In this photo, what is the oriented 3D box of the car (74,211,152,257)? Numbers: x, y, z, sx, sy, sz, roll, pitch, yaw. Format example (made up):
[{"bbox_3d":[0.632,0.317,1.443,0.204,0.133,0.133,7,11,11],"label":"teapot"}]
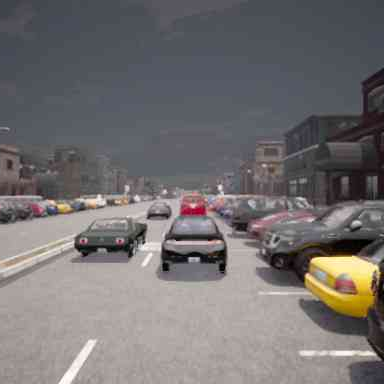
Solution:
[{"bbox_3d":[-2.920,1.626,13.091,1.895,1.301,4.718,0,0,0],"label":"car"}]

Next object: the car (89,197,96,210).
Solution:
[{"bbox_3d":[-15.493,1.713,43.620,4.674,1.452,2.002,0,0,0],"label":"car"}]

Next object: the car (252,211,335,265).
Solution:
[{"bbox_3d":[4.707,1.541,11.648,4.674,1.452,2.002,0,0,0],"label":"car"}]

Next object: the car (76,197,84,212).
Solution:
[{"bbox_3d":[-15.480,1.635,38.106,4.892,1.521,2.231,0,0,0],"label":"car"}]

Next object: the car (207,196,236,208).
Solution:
[{"bbox_3d":[4.679,1.603,53.268,4.553,1.767,2.185,0,0,0],"label":"car"}]

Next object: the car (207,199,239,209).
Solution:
[{"bbox_3d":[4.708,1.745,50.487,4.674,1.452,2.002,0,0,0],"label":"car"}]

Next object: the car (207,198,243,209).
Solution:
[{"bbox_3d":[4.704,1.684,47.709,4.892,1.521,2.231,0,0,0],"label":"car"}]

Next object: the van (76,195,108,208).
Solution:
[{"bbox_3d":[-15.613,1.515,51.894,4.442,1.987,1.878,0,0,0],"label":"van"}]

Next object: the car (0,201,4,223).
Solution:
[{"bbox_3d":[-15.467,1.542,21.565,4.892,1.521,2.231,0,0,0],"label":"car"}]

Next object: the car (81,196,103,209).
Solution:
[{"bbox_3d":[-15.498,1.694,46.378,5.008,1.535,2.097,0,0,0],"label":"car"}]

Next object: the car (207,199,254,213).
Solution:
[{"bbox_3d":[4.525,1.621,39.373,5.366,1.575,1.946,0,0,0],"label":"car"}]

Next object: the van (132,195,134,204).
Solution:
[{"bbox_3d":[-15.395,1.706,71.194,4.442,1.987,1.878,0,-1,0],"label":"van"}]

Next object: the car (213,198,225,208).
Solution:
[{"bbox_3d":[4.704,1.576,31.036,4.892,1.521,2.231,0,0,0],"label":"car"}]

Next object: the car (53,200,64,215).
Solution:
[{"bbox_3d":[-15.479,1.639,32.591,4.674,1.452,2.002,0,0,0],"label":"car"}]

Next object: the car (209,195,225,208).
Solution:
[{"bbox_3d":[4.682,1.338,33.818,5.566,2.045,2.435,0,0,0],"label":"car"}]

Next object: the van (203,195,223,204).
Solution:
[{"bbox_3d":[4.828,1.716,75.502,4.442,1.987,1.878,0,-1,0],"label":"van"}]

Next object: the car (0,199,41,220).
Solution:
[{"bbox_3d":[-15.472,1.569,27.077,4.892,1.521,2.231,0,0,0],"label":"car"}]

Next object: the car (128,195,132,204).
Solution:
[{"bbox_3d":[-15.515,1.903,68.434,5.008,1.535,2.097,0,-1,0],"label":"car"}]

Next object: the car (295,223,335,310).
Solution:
[{"bbox_3d":[4.895,1.486,6.025,5.366,1.575,1.946,0,0,0],"label":"car"}]

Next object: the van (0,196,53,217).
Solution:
[{"bbox_3d":[-15.362,1.358,29.960,4.442,1.987,1.878,0,0,0],"label":"van"}]

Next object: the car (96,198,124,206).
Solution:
[{"bbox_3d":[-15.503,1.886,62.920,4.674,1.452,2.002,0,-1,0],"label":"car"}]

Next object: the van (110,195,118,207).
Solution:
[{"bbox_3d":[-15.618,1.565,57.406,4.442,1.987,1.878,0,0,0],"label":"van"}]

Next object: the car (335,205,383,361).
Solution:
[{"bbox_3d":[4.739,1.234,3.245,5.566,2.045,2.435,0,0,0],"label":"car"}]

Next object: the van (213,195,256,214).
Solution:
[{"bbox_3d":[4.594,1.381,36.595,4.442,1.987,1.878,0,0,0],"label":"van"}]

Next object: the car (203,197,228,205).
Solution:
[{"bbox_3d":[4.706,1.859,67.162,5.008,1.535,2.097,0,-1,0],"label":"car"}]

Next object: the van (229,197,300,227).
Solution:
[{"bbox_3d":[4.827,1.311,22.700,4.442,1.987,1.878,0,0,0],"label":"van"}]

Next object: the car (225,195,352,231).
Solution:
[{"bbox_3d":[4.738,1.265,17.142,5.566,2.045,2.435,0,0,0],"label":"car"}]

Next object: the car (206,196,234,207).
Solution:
[{"bbox_3d":[4.680,1.627,56.048,4.553,1.767,2.185,0,-1,0],"label":"car"}]

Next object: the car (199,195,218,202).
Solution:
[{"bbox_3d":[4.683,1.873,94.958,5.566,2.045,2.435,0,-1,0],"label":"car"}]

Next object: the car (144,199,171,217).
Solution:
[{"bbox_3d":[-2.913,1.656,30.456,1.994,1.385,4.181,0,0,0],"label":"car"}]

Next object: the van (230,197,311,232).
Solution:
[{"bbox_3d":[4.593,1.299,19.922,4.442,1.987,1.878,0,0,0],"label":"van"}]

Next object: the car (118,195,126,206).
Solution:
[{"bbox_3d":[-15.318,1.815,60.163,5.366,1.575,1.946,0,-1,0],"label":"car"}]

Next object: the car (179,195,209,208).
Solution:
[{"bbox_3d":[0.086,1.305,29.049,2.150,2.045,5.566,0,0,0],"label":"car"}]

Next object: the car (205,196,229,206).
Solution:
[{"bbox_3d":[4.742,1.706,64.384,4.553,1.767,2.185,0,-1,0],"label":"car"}]

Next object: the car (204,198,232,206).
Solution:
[{"bbox_3d":[4.706,1.805,61.602,5.008,1.535,2.097,0,-1,0],"label":"car"}]

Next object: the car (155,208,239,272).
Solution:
[{"bbox_3d":[0.067,1.511,10.862,2.128,1.511,4.902,0,0,0],"label":"car"}]

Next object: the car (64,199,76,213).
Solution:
[{"bbox_3d":[-15.670,1.613,35.350,5.366,1.575,1.946,0,0,0],"label":"car"}]

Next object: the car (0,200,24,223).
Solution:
[{"bbox_3d":[-15.470,1.555,24.321,4.892,1.521,2.231,0,0,0],"label":"car"}]

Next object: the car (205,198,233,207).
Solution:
[{"bbox_3d":[4.717,1.779,58.825,4.892,1.521,2.231,0,-1,0],"label":"car"}]

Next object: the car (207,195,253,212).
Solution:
[{"bbox_3d":[4.682,1.391,42.153,5.566,2.045,2.435,0,0,0],"label":"car"}]

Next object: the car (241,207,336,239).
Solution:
[{"bbox_3d":[4.707,1.548,14.362,4.674,1.452,2.002,0,0,0],"label":"car"}]

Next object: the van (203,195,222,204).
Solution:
[{"bbox_3d":[4.828,1.743,78.281,4.442,1.987,1.878,0,-1,0],"label":"van"}]

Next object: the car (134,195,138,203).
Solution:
[{"bbox_3d":[-15.542,1.710,73.952,5.566,2.045,2.435,0,-1,0],"label":"car"}]

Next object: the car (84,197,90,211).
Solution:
[{"bbox_3d":[-15.518,1.683,40.864,4.792,1.488,2.163,0,0,0],"label":"car"}]

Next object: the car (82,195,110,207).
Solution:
[{"bbox_3d":[-15.523,1.466,49.136,5.566,2.045,2.435,0,0,0],"label":"car"}]

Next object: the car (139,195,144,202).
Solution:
[{"bbox_3d":[-15.548,1.793,82.226,5.566,2.045,2.435,0,-1,0],"label":"car"}]

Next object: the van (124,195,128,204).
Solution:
[{"bbox_3d":[-15.624,1.648,65.679,4.442,1.987,1.878,0,-1,0],"label":"van"}]

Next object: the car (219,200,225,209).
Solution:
[{"bbox_3d":[4.707,1.589,25.603,4.674,1.452,2.002,0,0,0],"label":"car"}]
